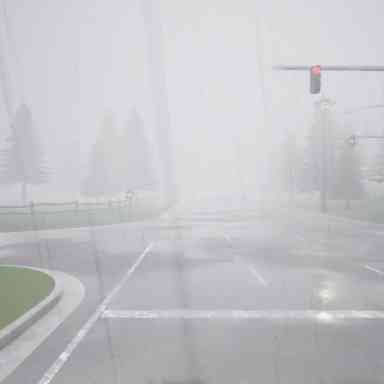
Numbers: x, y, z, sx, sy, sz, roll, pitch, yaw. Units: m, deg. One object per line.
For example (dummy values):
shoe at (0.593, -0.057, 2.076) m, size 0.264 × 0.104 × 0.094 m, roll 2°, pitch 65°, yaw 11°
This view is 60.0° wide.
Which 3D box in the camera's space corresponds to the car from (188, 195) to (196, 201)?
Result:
car at (0.060, 1.427, 80.794) m, size 1.895 × 1.301 × 4.718 m, roll 0°, pitch 0°, yaw 0°

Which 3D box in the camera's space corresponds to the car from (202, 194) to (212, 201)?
car at (3.560, 1.357, 80.762) m, size 2.128 × 1.511 × 4.902 m, roll 0°, pitch 0°, yaw 0°

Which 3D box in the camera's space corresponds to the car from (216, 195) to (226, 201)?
car at (7.060, 1.427, 80.789) m, size 1.895 × 1.301 × 4.718 m, roll 0°, pitch 0°, yaw 0°

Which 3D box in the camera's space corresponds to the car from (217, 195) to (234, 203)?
car at (7.052, 1.517, 70.339) m, size 2.128 × 1.511 × 4.902 m, roll 0°, pitch 0°, yaw 0°

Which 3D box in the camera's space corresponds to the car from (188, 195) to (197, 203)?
car at (0.052, 1.517, 70.344) m, size 2.128 × 1.511 × 4.902 m, roll 0°, pitch 0°, yaw 0°

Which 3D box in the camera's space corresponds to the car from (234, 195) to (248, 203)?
car at (10.552, 1.531, 70.336) m, size 2.033 × 1.411 × 5.357 m, roll 0°, pitch 0°, yaw 0°

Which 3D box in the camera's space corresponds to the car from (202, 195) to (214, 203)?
car at (3.552, 1.469, 70.342) m, size 1.882 × 1.535 × 5.008 m, roll 0°, pitch 0°, yaw 0°

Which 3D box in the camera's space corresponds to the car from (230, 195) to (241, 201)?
car at (10.560, 1.427, 80.786) m, size 1.895 × 1.301 × 4.718 m, roll 0°, pitch 0°, yaw 0°
